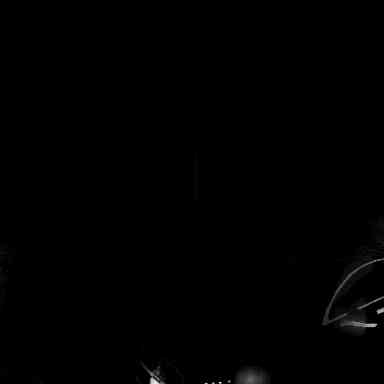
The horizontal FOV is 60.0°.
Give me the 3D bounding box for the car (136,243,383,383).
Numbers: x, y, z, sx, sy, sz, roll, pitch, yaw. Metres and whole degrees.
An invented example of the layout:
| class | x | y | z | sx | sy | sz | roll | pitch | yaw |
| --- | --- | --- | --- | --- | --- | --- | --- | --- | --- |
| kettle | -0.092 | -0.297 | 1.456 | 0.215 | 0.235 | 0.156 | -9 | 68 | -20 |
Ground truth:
| class | x | y | z | sx | sy | sz | roll | pitch | yaw |
| --- | --- | --- | --- | --- | --- | --- | --- | --- | --- |
| car | 1.648 | 1.524 | 4.435 | 4.892 | 1.490 | 1.837 | 0 | 0 | -36 |
